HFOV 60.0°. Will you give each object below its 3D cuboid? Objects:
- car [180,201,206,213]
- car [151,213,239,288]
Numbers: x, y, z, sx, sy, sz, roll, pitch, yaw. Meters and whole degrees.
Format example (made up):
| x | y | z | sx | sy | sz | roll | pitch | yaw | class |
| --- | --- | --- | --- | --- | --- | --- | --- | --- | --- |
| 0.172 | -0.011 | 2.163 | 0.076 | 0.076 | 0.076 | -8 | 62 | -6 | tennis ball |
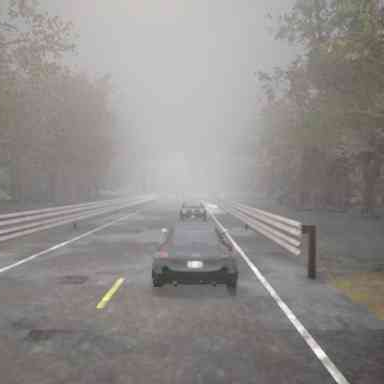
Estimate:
| x | y | z | sx | sy | sz | roll | pitch | yaw | class |
| --- | --- | --- | --- | --- | --- | --- | --- | --- | --- |
| 0.078 | 1.367 | 25.181 | 1.895 | 1.301 | 4.718 | 0 | 1 | 0 | car |
| 0.073 | 1.479 | 9.019 | 1.994 | 1.385 | 4.181 | 0 | 0 | 0 | car |
